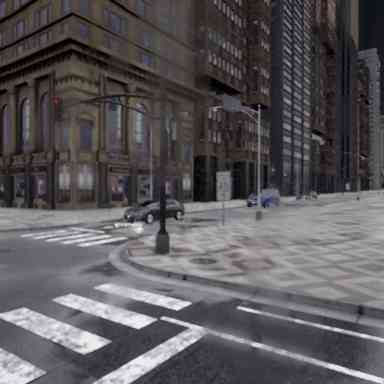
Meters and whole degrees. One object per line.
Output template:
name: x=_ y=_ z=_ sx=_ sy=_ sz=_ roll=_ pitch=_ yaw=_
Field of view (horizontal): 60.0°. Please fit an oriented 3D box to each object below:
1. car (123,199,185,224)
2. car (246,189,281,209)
car: x=-2.440 y=1.238 z=22.531 sx=1.837 sy=1.490 sz=4.892 roll=0 pitch=2 yaw=37
car: x=8.073 y=0.714 z=37.251 sx=2.150 sy=2.045 sz=5.566 roll=0 pitch=1 yaw=36
